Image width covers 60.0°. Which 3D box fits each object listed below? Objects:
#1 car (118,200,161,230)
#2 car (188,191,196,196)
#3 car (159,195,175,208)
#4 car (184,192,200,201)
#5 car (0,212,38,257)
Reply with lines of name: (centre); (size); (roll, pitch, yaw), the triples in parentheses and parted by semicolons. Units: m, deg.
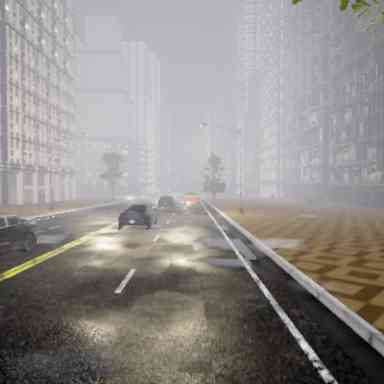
car: (-3.159, 1.369, 19.791); (1.812, 1.442, 4.674); (0, 0, 0)
car: (-0.037, 0.454, 91.064); (1.994, 1.385, 4.181); (0, 0, 0)
car: (-3.168, 1.146, 42.018); (1.882, 1.535, 5.008); (0, 0, 0)
car: (-0.019, 0.712, 45.845); (2.097, 1.767, 4.553); (0, 0, 0)
car: (-6.550, 1.411, 10.217); (2.128, 1.511, 4.902); (0, 0, 0)
